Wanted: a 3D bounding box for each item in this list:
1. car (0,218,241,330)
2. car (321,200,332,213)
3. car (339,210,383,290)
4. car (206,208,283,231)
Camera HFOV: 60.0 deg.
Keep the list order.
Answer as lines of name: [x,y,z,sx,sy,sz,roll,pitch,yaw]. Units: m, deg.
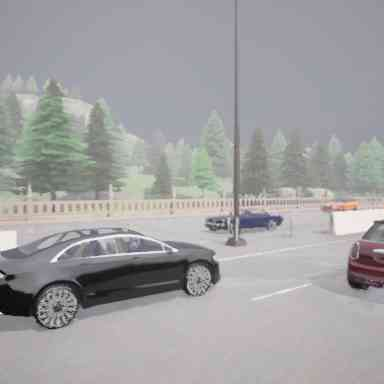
car: [-1.570,1.496,6.949,4.902,1.511,2.128,0,0,-36]
car: [16.269,1.387,36.657,4.553,1.767,2.097,0,0,-34]
car: [5.726,1.361,7.902,4.553,1.767,2.097,0,0,-36]
car: [2.993,1.616,19.091,4.718,1.301,1.895,0,0,-35]
